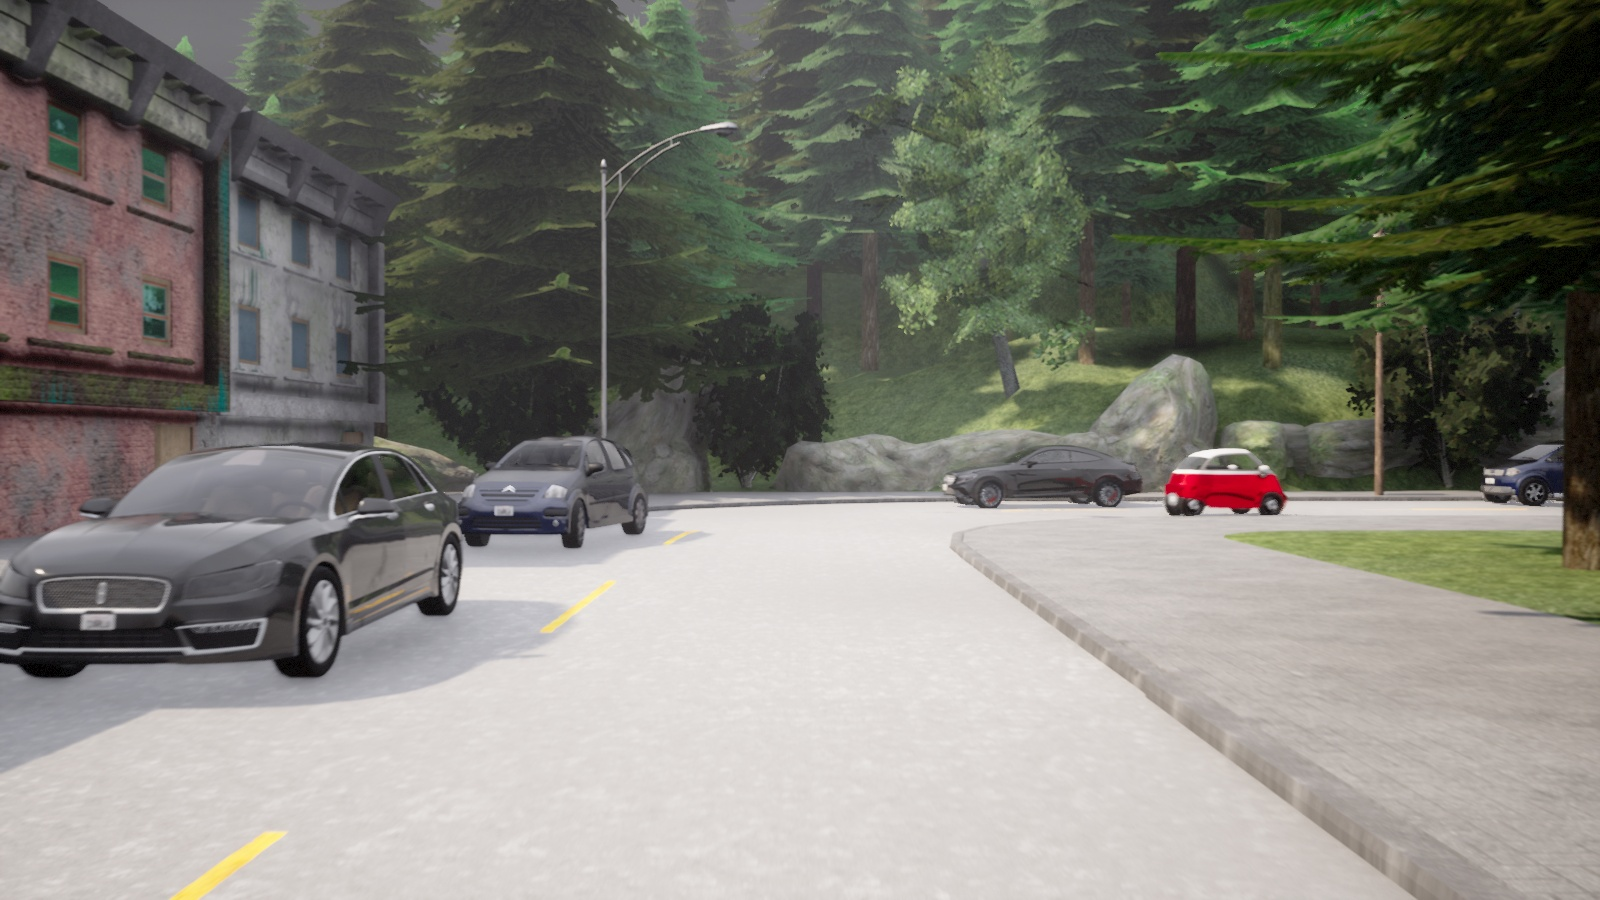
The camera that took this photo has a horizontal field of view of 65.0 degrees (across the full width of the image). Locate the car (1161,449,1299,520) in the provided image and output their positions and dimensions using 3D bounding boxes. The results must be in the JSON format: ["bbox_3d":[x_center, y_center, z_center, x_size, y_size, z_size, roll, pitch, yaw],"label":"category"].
[{"bbox_3d":[8.673,0.665,25.412,2.207,1.376,1.481,0,0,-8],"label":"car"}]

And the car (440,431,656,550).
[{"bbox_3d":[-3.692,0.535,19.160,1.851,1.617,3.988,0,0,11],"label":"car"}]

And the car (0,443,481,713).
[{"bbox_3d":[-3.939,0.695,9.407,1.837,1.490,4.892,0,0,0],"label":"car"}]

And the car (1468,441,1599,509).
[{"bbox_3d":[18.132,0.572,29.711,3.705,1.549,1.789,0,0,0],"label":"car"}]

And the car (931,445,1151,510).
[{"bbox_3d":[5.566,0.613,29.243,4.674,1.442,1.812,0,0,-9],"label":"car"}]
